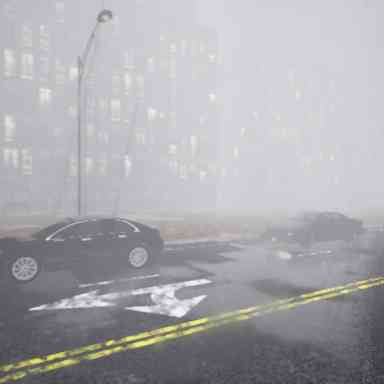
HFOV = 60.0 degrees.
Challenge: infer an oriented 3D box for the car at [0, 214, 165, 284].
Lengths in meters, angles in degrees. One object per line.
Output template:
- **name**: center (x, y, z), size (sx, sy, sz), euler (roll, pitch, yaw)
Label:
- **car**: center (-3.146, 1.418, 9.346), size (4.892, 1.490, 1.837), euler (1, 0, -32)

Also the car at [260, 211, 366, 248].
- **car**: center (5.576, 1.558, 14.930), size (5.357, 1.411, 2.033), euler (1, 0, -33)
